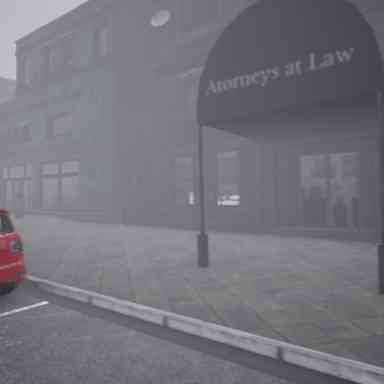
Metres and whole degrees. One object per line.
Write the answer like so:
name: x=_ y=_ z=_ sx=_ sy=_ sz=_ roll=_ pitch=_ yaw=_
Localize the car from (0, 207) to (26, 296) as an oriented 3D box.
car: x=-6.054 y=1.304 z=7.634 sx=5.566 sy=2.045 sz=2.435 roll=-1 pitch=0 yaw=35
